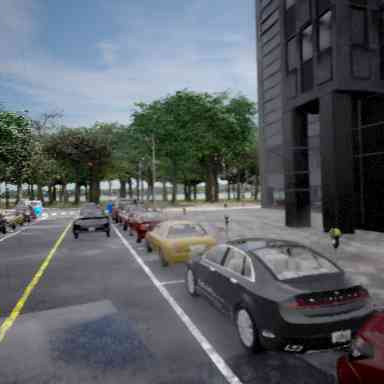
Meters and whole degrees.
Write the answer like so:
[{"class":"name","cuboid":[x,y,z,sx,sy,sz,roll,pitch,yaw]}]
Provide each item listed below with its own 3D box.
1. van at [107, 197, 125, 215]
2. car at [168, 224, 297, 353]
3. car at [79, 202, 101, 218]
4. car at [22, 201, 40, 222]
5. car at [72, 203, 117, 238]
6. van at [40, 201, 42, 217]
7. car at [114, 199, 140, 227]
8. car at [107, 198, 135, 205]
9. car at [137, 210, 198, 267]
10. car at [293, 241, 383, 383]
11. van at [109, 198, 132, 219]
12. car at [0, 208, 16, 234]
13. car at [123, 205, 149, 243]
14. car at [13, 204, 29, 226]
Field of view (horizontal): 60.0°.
[{"class":"van","cuboid":[-8.557,1.546,37.214,1.690,1.788,3.998,-2,0,-17]},{"class":"car","cuboid":[1.129,1.505,6.059,2.008,1.369,4.403,-2,0,-17]},{"class":"car","cuboid":[-10.560,1.834,34.575,1.994,1.385,4.181,-2,0,-16]},{"class":"car","cuboid":[-15.078,1.859,29.492,1.967,1.590,4.097,-2,0,-17]},{"class":"car","cuboid":[-5.667,1.636,18.818,2.128,1.511,4.902,-2,0,-17]},{"class":"van","cuboid":[-16.694,1.802,34.684,1.690,1.788,3.998,-2,0,-17]},{"class":"car","cuboid":[-3.714,1.518,21.636,1.967,1.590,4.097,-2,0,-17]},{"class":"car","cuboid":[-5.332,1.435,26.829,2.192,1.841,5.009,-2,0,-17]},{"class":"car","cuboid":[-0.535,1.522,11.414,1.752,1.417,4.829,-2,0,-17]},{"class":"car","cuboid":[2.735,1.229,0.866,2.192,1.841,5.009,-2,0,-17]},{"class":"van","cuboid":[-6.944,1.504,32.021,1.690,1.788,3.998,-2,0,-17]},{"class":"car","cuboid":[-11.847,1.900,19.107,1.947,1.339,4.313,-2,0,-17]},{"class":"car","cuboid":[-2.098,1.581,16.444,1.887,1.381,4.507,-2,0,-17]},{"class":"car","cuboid":[-13.412,1.900,24.137,1.752,1.417,4.829,-2,0,-17]}]
